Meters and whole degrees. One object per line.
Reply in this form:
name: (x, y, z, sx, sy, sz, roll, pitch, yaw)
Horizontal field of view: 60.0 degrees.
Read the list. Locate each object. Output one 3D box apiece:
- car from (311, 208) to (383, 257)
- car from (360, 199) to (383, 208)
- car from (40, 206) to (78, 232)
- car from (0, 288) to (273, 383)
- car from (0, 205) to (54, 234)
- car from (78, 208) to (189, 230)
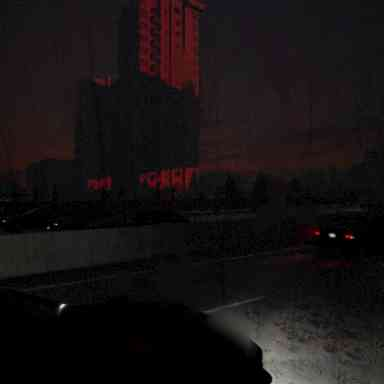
car: (6.897, 1.551, 12.966, 5.357, 1.411, 2.033, 0, 0, -35)
car: (24.396, 1.630, 44.794, 2.033, 1.411, 5.357, 0, 0, 44)
car: (-5.356, 1.563, 17.369, 4.181, 1.385, 1.994, 0, 0, -36)
car: (-1.829, 1.548, 2.442, 5.357, 1.411, 2.033, 0, 0, -36)
car: (-8.638, 1.524, 19.326, 4.674, 1.442, 1.812, 0, 0, -36)
car: (-2.352, 1.504, 15.213, 4.892, 1.490, 1.837, 0, 0, -36)
